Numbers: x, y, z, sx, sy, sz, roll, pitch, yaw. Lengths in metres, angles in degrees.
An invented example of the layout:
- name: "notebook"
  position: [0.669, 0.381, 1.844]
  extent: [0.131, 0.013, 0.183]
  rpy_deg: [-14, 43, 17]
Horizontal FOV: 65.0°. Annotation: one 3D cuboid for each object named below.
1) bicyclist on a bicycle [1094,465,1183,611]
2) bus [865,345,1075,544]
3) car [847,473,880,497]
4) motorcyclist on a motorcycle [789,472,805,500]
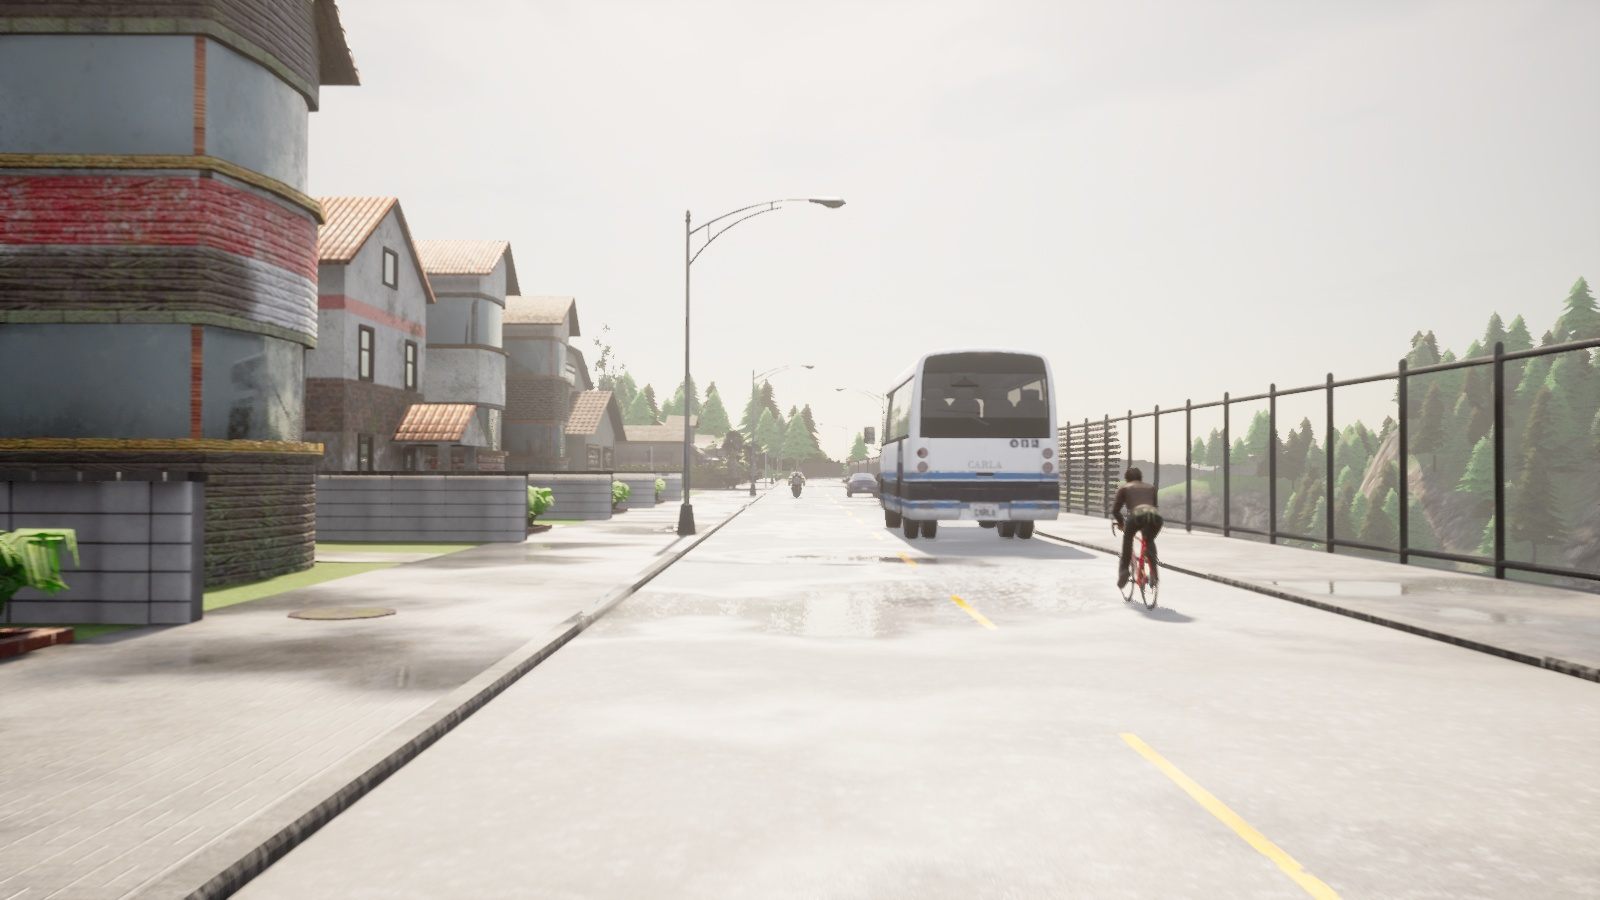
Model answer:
- name: "bicyclist on a bicycle"
  position: [3.964, 0.999, 14.795]
  extent: [0.582, 1.620, 1.656]
  rpy_deg: [0, -1, 0]
- name: "bus"
  position: [3.916, -0.039, 32.142]
  extent: [3.944, 4.253, 10.273]
  rpy_deg: [0, -1, 0]
- name: "car"
  position: [3.813, 2.099, 76.072]
  extent: [1.812, 1.442, 4.674]
  rpy_deg: [0, -1, 0]
- name: "motorcyclist on a motorcycle"
  position: [-0.176, 2.058, 72.129]
  extent: [0.866, 1.530, 2.191]
  rpy_deg: [0, -1, 0]
